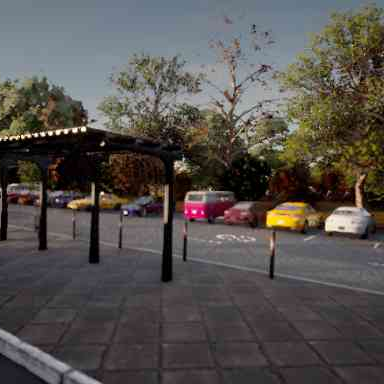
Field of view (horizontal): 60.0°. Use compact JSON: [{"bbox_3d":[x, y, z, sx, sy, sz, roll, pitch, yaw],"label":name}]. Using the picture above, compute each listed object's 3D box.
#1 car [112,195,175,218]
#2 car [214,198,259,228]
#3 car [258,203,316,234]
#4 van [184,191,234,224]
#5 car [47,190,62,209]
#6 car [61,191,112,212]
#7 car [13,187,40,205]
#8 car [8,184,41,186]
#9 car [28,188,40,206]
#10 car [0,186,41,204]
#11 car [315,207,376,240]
[{"bbox_3d":[-3.211,1.023,24.954,2.163,1.488,4.792,2,1,35],"label":"car"},{"bbox_3d":[3.584,1.298,20.152,2.002,1.452,4.674,2,1,35],"label":"car"},{"bbox_3d":[5.846,1.346,18.541,2.097,1.535,5.008,2,1,35],"label":"car"},{"bbox_3d":[1.400,0.944,21.852,1.878,1.987,4.442,2,1,35],"label":"van"},{"bbox_3d":[-9.960,0.760,29.825,2.163,1.488,4.792,2,1,35],"label":"car"},{"bbox_3d":[-7.823,0.815,28.042,1.946,1.575,5.366,2,1,35],"label":"car"},{"bbox_3d":[-14.494,0.555,33.021,2.097,1.535,5.008,2,1,35],"label":"car"},{"bbox_3d":[-19.029,0.128,36.205,2.435,2.045,5.566,2,1,35],"label":"car"},{"bbox_3d":[-12.233,0.644,31.414,2.231,1.521,4.892,2,1,35],"label":"car"},{"bbox_3d":[-16.755,0.467,34.629,2.097,1.535,5.008,2,1,35],"label":"car"},{"bbox_3d":[8.108,1.474,16.936,2.002,1.452,4.674,2,1,35],"label":"car"}]
